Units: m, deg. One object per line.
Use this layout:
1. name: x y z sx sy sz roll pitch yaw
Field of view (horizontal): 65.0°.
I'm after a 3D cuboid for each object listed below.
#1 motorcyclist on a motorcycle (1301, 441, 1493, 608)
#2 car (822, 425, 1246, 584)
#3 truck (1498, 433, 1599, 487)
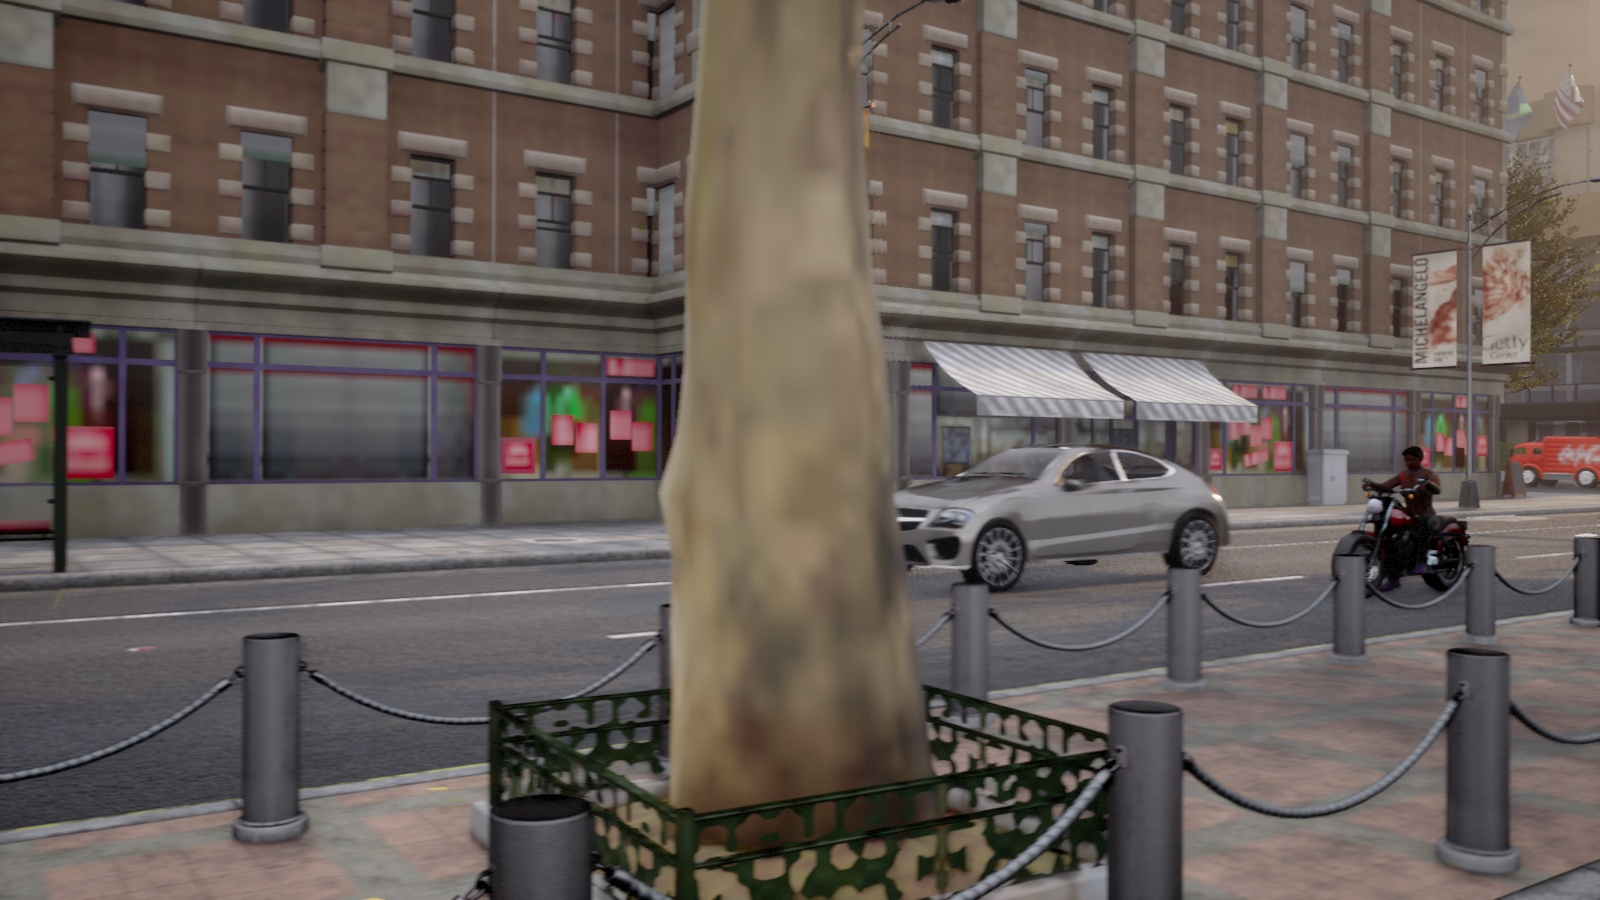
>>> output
1. motorcyclist on a motorcycle: 6.408 0.735 13.420 2.350 1.649 0.766 0 0 -34
2. car: 2.941 0.573 15.353 5.027 1.651 2.152 0 0 -34
3. truck: 36.730 0.440 60.028 2.627 2.467 5.204 0 0 -35
